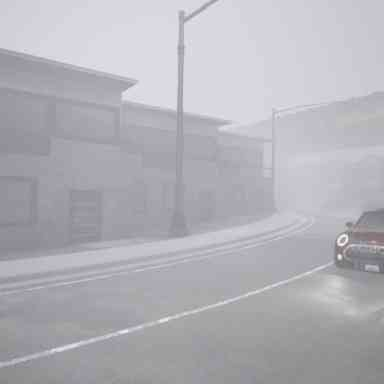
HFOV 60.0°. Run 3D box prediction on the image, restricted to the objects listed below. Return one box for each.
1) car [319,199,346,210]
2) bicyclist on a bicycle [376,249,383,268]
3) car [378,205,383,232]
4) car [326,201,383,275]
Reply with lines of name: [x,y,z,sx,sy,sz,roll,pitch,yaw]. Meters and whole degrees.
car: [19.376,1.773,45.773,1.837,1.490,4.892,1,-1,-8]
bicyclist on a bicycle: [5.043,1.390,7.354,1.656,1.620,0.582,20,43,36]
car: [11.884,1.511,18.952,1.895,1.301,4.718,1,0,25]
car: [5.947,1.319,10.112,2.097,1.767,4.553,0,0,39]
